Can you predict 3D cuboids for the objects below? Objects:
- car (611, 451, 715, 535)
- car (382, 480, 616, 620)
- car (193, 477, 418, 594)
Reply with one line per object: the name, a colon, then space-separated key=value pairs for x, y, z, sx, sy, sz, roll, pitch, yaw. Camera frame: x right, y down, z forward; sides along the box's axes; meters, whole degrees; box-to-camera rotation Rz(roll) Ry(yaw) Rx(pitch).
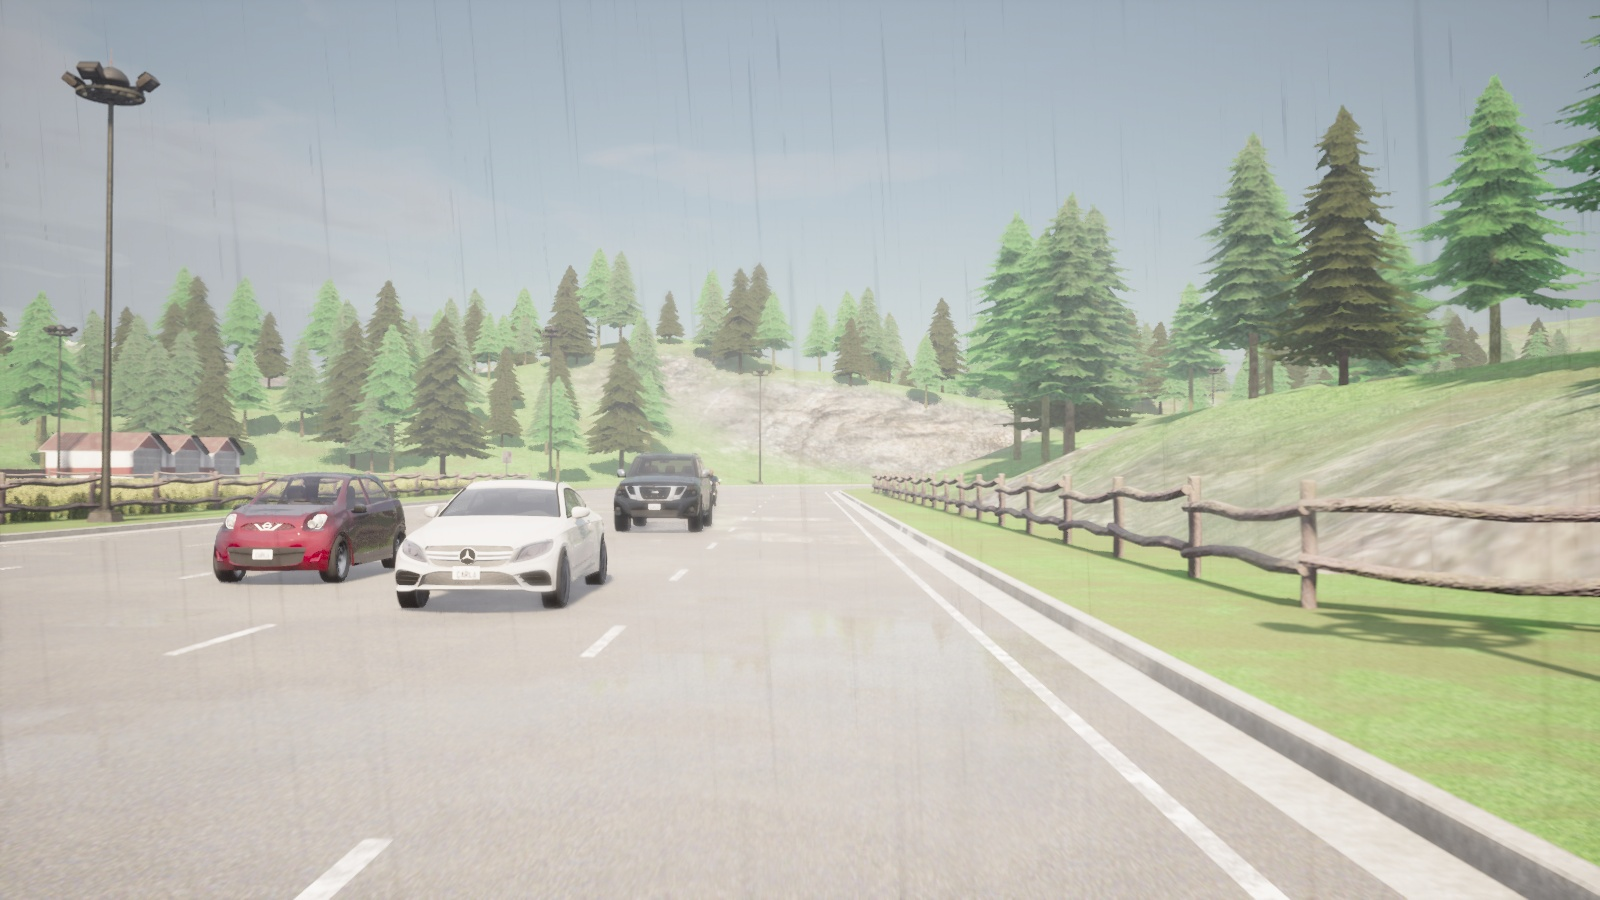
car: x=-3.546 y=1.108 z=33.471 sx=2.150 sy=2.045 sz=5.566 roll=0 pitch=-1 yaw=0
car: x=-3.541 y=1.117 z=15.668 sx=1.812 sy=1.442 sz=4.674 roll=0 pitch=-1 yaw=0
car: x=-7.044 y=1.163 z=18.295 sx=1.845 sy=1.501 sz=3.633 roll=0 pitch=-1 yaw=0
